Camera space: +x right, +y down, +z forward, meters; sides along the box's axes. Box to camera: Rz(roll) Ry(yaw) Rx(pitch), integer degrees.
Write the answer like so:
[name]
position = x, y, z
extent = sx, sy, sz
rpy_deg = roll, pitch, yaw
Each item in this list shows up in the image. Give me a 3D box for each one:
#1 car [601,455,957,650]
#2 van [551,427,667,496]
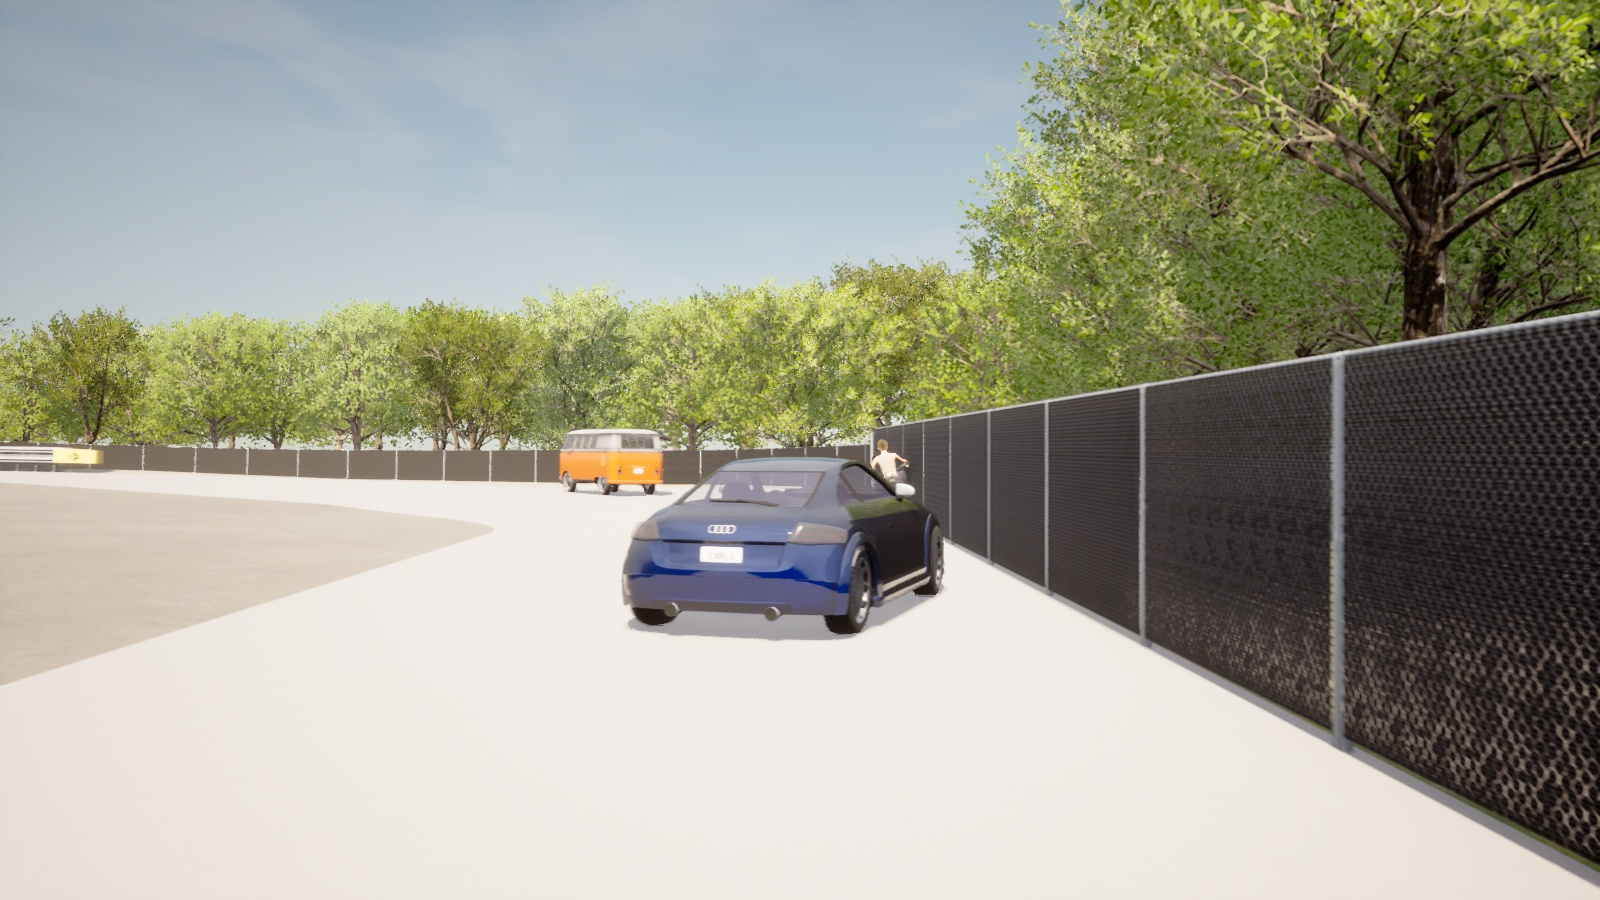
[car]
position = 0.045, 0.756, 11.463
extent = 1.994, 1.385, 4.181
rpy_deg = 0, 0, 18
[van]
position = -5.923, 0.347, 38.526
extent = 1.775, 1.987, 4.442
rpy_deg = 1, -1, -34
